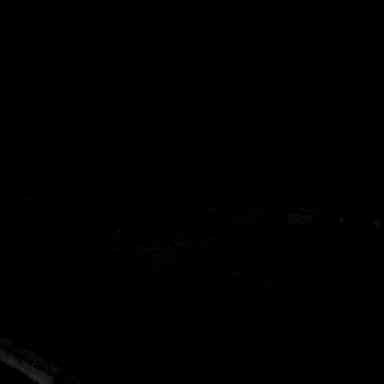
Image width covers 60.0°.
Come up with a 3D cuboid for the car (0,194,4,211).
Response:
[{"bbox_3d":[-18.509,1.246,35.881,2.097,1.535,5.008,1,0,35],"label":"car"}]

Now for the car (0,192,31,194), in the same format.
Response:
[{"bbox_3d":[-20.789,0.971,37.461,2.435,2.045,5.566,1,0,35],"label":"car"}]

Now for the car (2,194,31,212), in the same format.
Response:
[{"bbox_3d":[-16.247,1.269,34.273,2.097,1.535,5.008,1,0,35],"label":"car"}]

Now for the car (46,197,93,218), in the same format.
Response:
[{"bbox_3d":[-9.573,1.337,29.291,1.946,1.575,5.366,1,0,35],"label":"car"}]

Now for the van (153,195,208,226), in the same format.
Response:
[{"bbox_3d":[-0.350,1.208,23.101,1.878,1.987,4.442,1,0,35],"label":"van"}]

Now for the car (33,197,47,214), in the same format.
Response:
[{"bbox_3d":[-11.710,1.346,31.075,2.163,1.488,4.792,1,0,35],"label":"car"}]

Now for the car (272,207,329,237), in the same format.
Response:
[{"bbox_3d":[6.365,1.545,18.179,2.002,1.452,4.674,1,0,35],"label":"car"}]

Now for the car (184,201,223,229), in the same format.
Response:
[{"bbox_3d":[1.840,1.497,21.397,2.002,1.452,4.674,1,0,35],"label":"car"}]

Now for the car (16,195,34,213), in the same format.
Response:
[{"bbox_3d":[-13.985,1.294,32.665,2.231,1.521,4.892,1,0,35],"label":"car"}]

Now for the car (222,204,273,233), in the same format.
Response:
[{"bbox_3d":[4.103,1.481,19.786,2.097,1.535,5.008,1,0,35],"label":"car"}]

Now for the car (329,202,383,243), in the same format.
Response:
[{"bbox_3d":[8.648,1.404,16.597,2.185,1.767,4.553,1,0,35],"label":"car"}]

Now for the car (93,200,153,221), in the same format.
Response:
[{"bbox_3d":[-4.959,1.416,26.201,2.163,1.488,4.792,1,0,35],"label":"car"}]
